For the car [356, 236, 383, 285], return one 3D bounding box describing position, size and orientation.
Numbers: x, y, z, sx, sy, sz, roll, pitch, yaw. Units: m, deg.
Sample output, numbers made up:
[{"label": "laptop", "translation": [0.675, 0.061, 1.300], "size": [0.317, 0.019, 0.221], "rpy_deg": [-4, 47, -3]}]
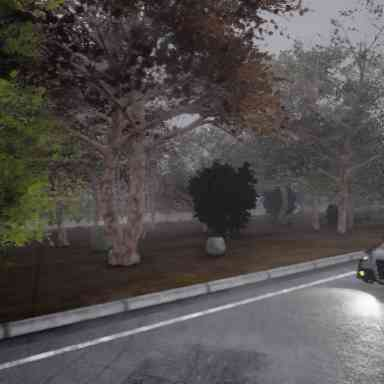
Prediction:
[{"label": "car", "translation": [5.937, 1.552, 8.231], "size": [4.181, 1.385, 1.994], "rpy_deg": [0, 0, -36]}]
